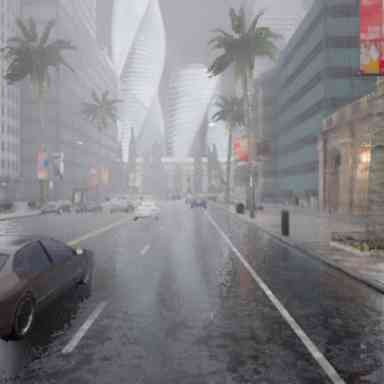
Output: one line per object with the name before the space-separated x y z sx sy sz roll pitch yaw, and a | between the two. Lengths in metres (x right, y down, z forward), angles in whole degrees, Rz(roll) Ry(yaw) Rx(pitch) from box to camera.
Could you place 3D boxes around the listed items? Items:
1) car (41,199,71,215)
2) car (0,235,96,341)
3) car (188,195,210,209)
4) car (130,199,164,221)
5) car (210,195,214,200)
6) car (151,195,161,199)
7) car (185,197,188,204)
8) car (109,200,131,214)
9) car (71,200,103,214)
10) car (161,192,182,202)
car | -13.813 1.503 34.259 2.231 1.521 4.892 0 0 0
car | -3.456 1.553 6.435 2.033 1.411 5.357 0 0 0
car | 0.917 1.363 45.976 2.097 1.767 4.553 0 0 0
car | -3.595 1.537 27.597 1.812 1.442 4.674 0 0 -1
car | 3.816 1.385 76.283 1.994 1.385 4.181 0 0 32
car | -7.711 1.509 76.144 2.128 1.511 4.902 0 0 21
car | -0.113 1.547 64.278 1.812 1.442 4.674 0 0 11
car | -7.324 1.542 35.065 1.812 1.442 4.674 0 0 0
car | -10.824 1.584 35.250 1.994 1.385 4.181 0 0 0
car | -4.228 1.089 75.401 2.150 2.045 5.566 0 0 21
